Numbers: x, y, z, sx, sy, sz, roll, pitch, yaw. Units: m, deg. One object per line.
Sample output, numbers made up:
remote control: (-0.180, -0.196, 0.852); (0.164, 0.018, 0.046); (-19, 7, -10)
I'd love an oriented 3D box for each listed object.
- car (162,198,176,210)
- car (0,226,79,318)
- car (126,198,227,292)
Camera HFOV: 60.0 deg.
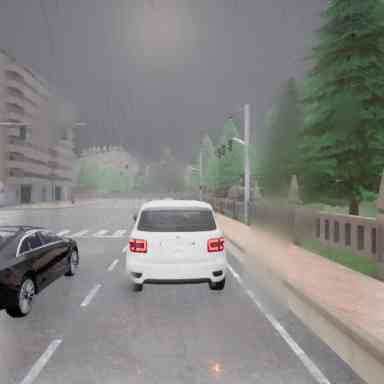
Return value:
car: (-3.096, 1.526, 44.370); (1.812, 1.442, 4.674); (0, 0, -4)
car: (-3.958, 1.492, 7.355); (2.128, 1.511, 4.902); (0, 0, -3)
car: (-0.464, 1.221, 9.130); (2.150, 2.045, 5.566); (0, 0, -4)
